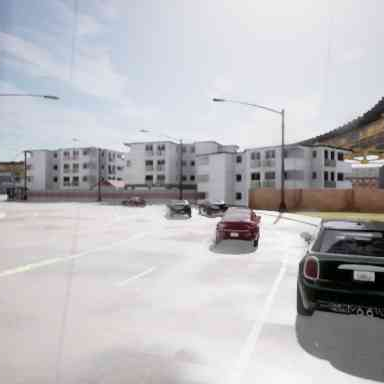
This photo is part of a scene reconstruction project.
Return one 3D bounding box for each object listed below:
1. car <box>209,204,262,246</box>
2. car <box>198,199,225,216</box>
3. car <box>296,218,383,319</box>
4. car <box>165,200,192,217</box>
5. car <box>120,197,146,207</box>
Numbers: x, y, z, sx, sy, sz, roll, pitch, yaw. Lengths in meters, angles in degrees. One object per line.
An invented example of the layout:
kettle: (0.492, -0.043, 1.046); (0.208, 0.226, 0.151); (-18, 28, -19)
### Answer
car: (2.177, 1.503, 15.284); (1.812, 1.442, 4.674); (0, 0, 13)
car: (1.909, 1.436, 31.653); (2.128, 1.511, 4.902); (0, 0, -13)
car: (3.479, 1.349, 7.262); (2.097, 1.767, 4.553); (0, 0, 21)
car: (-1.308, 1.430, 30.139); (2.128, 1.511, 4.902); (0, 0, -12)
car: (-8.702, 1.404, 49.163); (4.674, 1.442, 1.812); (0, 0, 43)
